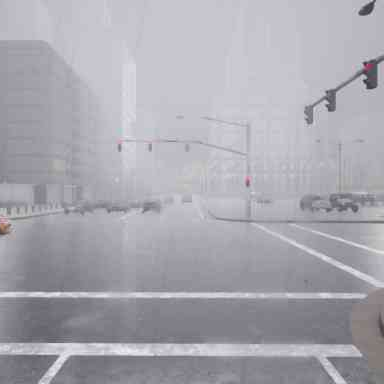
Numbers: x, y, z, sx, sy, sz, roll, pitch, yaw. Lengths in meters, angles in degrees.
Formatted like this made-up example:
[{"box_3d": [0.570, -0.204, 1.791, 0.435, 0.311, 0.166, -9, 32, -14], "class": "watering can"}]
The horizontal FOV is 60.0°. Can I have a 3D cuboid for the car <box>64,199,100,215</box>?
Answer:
[{"box_3d": [-11.471, 1.491, 34.097, 2.128, 1.511, 4.902, 0, 0, 0], "class": "car"}]

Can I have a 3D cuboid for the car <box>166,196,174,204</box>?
[{"box_3d": [-4.440, 1.490, 63.580, 2.128, 1.511, 4.902, 0, 0, 0], "class": "car"}]

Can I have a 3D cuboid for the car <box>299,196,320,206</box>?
[{"box_3d": [18.731, 1.394, 53.123, 1.970, 1.475, 3.806, 0, 0, 0], "class": "car"}]

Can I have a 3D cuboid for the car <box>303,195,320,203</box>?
[{"box_3d": [24.466, 1.394, 68.238, 1.970, 1.475, 3.806, 0, 0, 0], "class": "car"}]

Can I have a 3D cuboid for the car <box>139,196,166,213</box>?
[{"box_3d": [-4.309, 1.504, 37.141, 1.837, 1.490, 4.892, 0, 0, 0], "class": "car"}]

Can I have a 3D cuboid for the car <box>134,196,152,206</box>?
[{"box_3d": [-8.080, 1.490, 55.277, 2.128, 1.511, 4.902, 0, 0, 0], "class": "car"}]

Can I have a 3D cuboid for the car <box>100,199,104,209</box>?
[{"box_3d": [-11.524, 1.600, 43.365, 1.895, 1.301, 4.718, 0, 0, 0], "class": "car"}]

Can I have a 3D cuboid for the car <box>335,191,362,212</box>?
[{"box_3d": [16.064, 1.155, 35.650, 1.905, 1.878, 3.866, 0, 0, 0], "class": "car"}]

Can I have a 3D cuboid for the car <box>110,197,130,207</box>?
[{"box_3d": [-11.576, 1.546, 53.905, 2.033, 1.411, 5.357, 0, 0, 0], "class": "car"}]

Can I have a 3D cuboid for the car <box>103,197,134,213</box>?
[{"box_3d": [-7.986, 1.563, 36.691, 1.994, 1.385, 4.181, 0, 0, 0], "class": "car"}]

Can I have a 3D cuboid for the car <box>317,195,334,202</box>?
[{"box_3d": [27.361, 1.362, 68.243, 1.784, 1.438, 3.905, 0, 0, 0], "class": "car"}]

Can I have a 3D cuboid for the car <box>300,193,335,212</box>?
[{"box_3d": [13.169, 1.153, 35.698, 1.932, 1.855, 4.605, 0, 0, 0], "class": "car"}]

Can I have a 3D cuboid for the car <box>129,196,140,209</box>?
[{"box_3d": [-8.034, 1.351, 45.393, 2.097, 1.767, 4.553, 0, 0, 0], "class": "car"}]

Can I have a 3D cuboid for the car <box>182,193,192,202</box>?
[{"box_3d": [-1.101, 1.179, 74.352, 2.097, 1.767, 4.553, 0, 0, 0], "class": "car"}]

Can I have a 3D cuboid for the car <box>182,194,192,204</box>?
[{"box_3d": [-1.051, 1.599, 65.624, 1.895, 1.301, 4.718, 0, 0, 0], "class": "car"}]

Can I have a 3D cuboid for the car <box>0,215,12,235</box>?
[{"box_3d": [-11.253, 1.351, 15.992, 4.553, 1.767, 2.097, 0, 0, -24], "class": "car"}]
